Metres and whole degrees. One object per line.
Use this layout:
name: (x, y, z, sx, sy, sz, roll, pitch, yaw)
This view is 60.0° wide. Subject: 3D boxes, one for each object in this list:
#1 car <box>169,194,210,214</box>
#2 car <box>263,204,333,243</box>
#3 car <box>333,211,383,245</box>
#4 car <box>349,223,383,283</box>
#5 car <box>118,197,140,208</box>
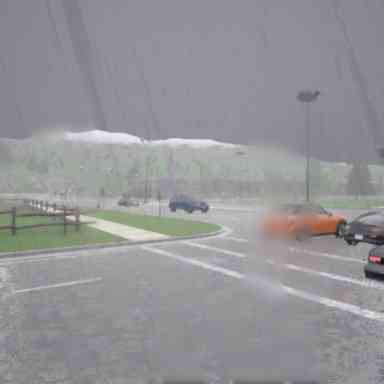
car: (-0.413, 1.225, 36.414, 2.150, 2.045, 5.566, 0, 0, -35)
car: (5.646, 1.354, 16.377, 4.553, 1.767, 2.097, 0, 0, -35)
car: (8.162, 1.528, 13.874, 4.674, 1.442, 1.812, 0, 0, -36)
car: (6.417, 1.550, 8.330, 5.357, 1.411, 2.033, 0, 0, -35)
car: (-9.431, 1.495, 49.341, 2.128, 1.511, 4.902, 0, 0, -35)
